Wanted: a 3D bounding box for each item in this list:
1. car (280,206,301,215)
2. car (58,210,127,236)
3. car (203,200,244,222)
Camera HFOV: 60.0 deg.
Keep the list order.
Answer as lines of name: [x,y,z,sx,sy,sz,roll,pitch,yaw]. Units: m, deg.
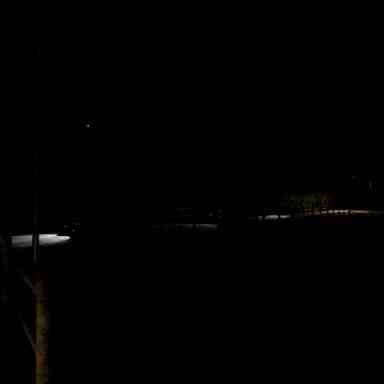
car: [14.622,2.764,49.477,1.895,1.301,4.718,1,-1,35]
car: [-5.996,1.824,20.427,1.994,1.385,4.181,1,0,36]
car: [3.362,1.846,33.673,2.150,2.045,5.566,1,-1,35]
